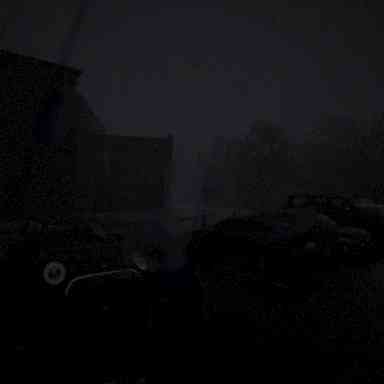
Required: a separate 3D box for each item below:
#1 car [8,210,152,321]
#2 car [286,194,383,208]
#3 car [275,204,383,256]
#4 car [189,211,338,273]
[{"bbox_3d":[-2.733,1.351,7.536,2.185,1.767,4.553,0,0,-36],"label":"car"},{"bbox_3d":[6.374,1.119,13.962,2.435,2.045,5.566,-1,1,-36],"label":"car"},{"bbox_3d":[4.087,1.415,12.373,2.231,1.521,4.892,-1,0,-36],"label":"car"},{"bbox_3d":[1.812,1.476,10.777,2.163,1.488,4.792,0,0,-36],"label":"car"}]
